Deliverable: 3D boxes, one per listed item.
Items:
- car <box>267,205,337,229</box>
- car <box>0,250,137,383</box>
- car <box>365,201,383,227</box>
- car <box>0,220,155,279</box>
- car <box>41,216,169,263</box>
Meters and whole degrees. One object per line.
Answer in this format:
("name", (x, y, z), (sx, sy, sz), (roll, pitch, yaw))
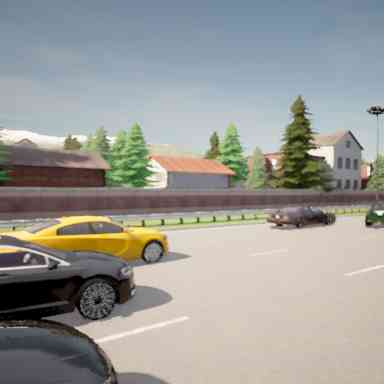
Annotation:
("car", (7.266, 1.560, 21.822), (5.357, 1.411, 2.033), (0, 0, -35))
("car", (-2.803, 1.492, 1.746), (4.902, 1.511, 2.128), (0, 0, -35))
("car", (13.415, 1.368, 21.906), (4.553, 1.767, 2.097), (0, 0, -35))
("car", (-3.350, 1.492, 5.655), (4.902, 1.511, 2.128), (0, 0, -35))
("car", (-3.050, 1.480, 10.167), (5.008, 1.535, 1.882), (0, 0, -35))
